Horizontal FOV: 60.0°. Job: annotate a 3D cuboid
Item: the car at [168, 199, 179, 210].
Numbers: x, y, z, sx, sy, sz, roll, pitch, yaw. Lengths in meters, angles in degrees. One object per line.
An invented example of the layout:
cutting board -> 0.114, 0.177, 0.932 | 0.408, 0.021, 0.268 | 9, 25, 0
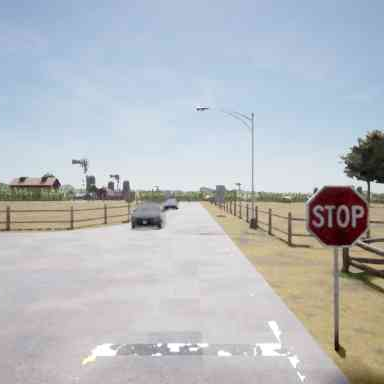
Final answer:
car -> -2.770, 1.690, 45.159 | 2.033, 1.411, 5.357 | 0, 0, 0

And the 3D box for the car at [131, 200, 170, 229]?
car -> -2.759, 1.527, 21.912 | 1.882, 1.535, 5.008 | 0, 0, 0
